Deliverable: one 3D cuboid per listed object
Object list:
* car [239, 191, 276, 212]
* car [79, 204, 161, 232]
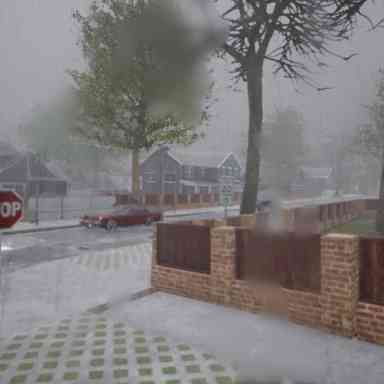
[{"bbox_3d":[6.935,0.919,34.195,2.150,2.045,5.566,3,2,36],"label":"car"},{"bbox_3d":[-3.947,1.398,18.869,1.895,1.301,4.718,3,2,35],"label":"car"}]
